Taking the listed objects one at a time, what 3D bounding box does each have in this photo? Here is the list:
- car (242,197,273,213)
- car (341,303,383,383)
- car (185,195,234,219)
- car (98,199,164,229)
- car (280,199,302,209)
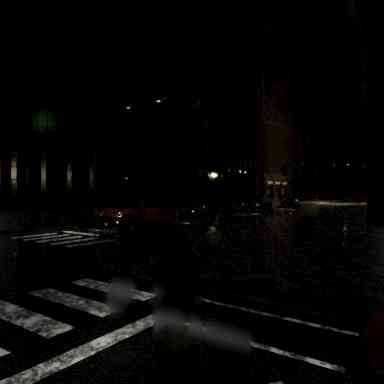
[{"bbox_3d":[7.483,1.400,37.846,2.097,1.767,4.553,0,0,36],"label":"car"},{"bbox_3d":[3.534,1.221,1.168,5.566,2.045,2.150,0,0,36],"label":"car"},{"bbox_3d":[1.687,1.257,29.801,2.150,2.045,5.566,0,0,36],"label":"car"},{"bbox_3d":[-3.920,1.376,21.976,2.097,1.767,4.553,0,0,35],"label":"car"},{"bbox_3d":[13.876,1.626,46.684,1.994,1.385,4.181,0,0,36],"label":"car"}]
